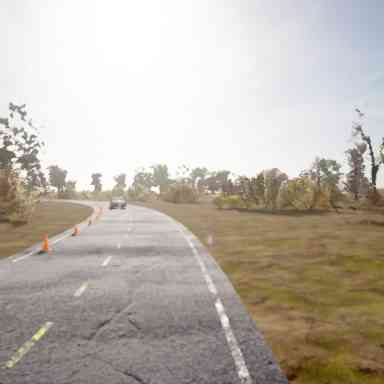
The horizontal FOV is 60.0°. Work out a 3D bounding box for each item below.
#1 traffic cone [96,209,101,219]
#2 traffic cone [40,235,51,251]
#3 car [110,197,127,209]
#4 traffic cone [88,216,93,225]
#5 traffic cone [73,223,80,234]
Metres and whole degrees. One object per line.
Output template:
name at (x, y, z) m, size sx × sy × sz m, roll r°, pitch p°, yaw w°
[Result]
traffic cone at (-7.779, 1.937, 27.450) m, size 0.340 × 0.580 × 0.340 m, roll 0°, pitch 0°, yaw -11°
traffic cone at (-5.643, 1.951, 12.883) m, size 0.340 × 0.580 × 0.340 m, roll 0°, pitch 0°, yaw -5°
car at (-9.917, 1.470, 44.582) m, size 2.128 × 1.511 × 4.902 m, roll 0°, pitch 0°, yaw -18°
traffic cone at (-6.905, 1.941, 22.619) m, size 0.340 × 0.580 × 0.340 m, roll 0°, pitch 0°, yaw -9°
traffic cone at (-6.193, 1.946, 17.762) m, size 0.340 × 0.580 × 0.340 m, roll 0°, pitch 0°, yaw -7°
